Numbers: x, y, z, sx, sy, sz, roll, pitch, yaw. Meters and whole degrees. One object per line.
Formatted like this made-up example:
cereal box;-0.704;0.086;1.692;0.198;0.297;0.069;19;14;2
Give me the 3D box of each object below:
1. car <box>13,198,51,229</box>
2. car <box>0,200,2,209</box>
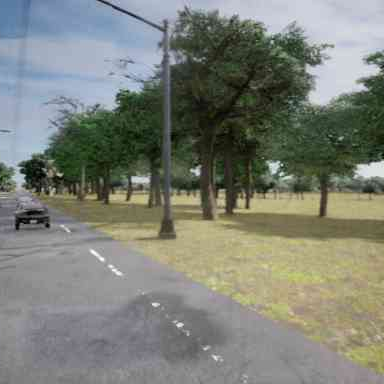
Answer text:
car;-10.006;1.378;20.842;1.837;1.490;4.892;0;1;-27
car;-22.983;1.290;38.130;1.812;1.442;4.674;0;1;-27
